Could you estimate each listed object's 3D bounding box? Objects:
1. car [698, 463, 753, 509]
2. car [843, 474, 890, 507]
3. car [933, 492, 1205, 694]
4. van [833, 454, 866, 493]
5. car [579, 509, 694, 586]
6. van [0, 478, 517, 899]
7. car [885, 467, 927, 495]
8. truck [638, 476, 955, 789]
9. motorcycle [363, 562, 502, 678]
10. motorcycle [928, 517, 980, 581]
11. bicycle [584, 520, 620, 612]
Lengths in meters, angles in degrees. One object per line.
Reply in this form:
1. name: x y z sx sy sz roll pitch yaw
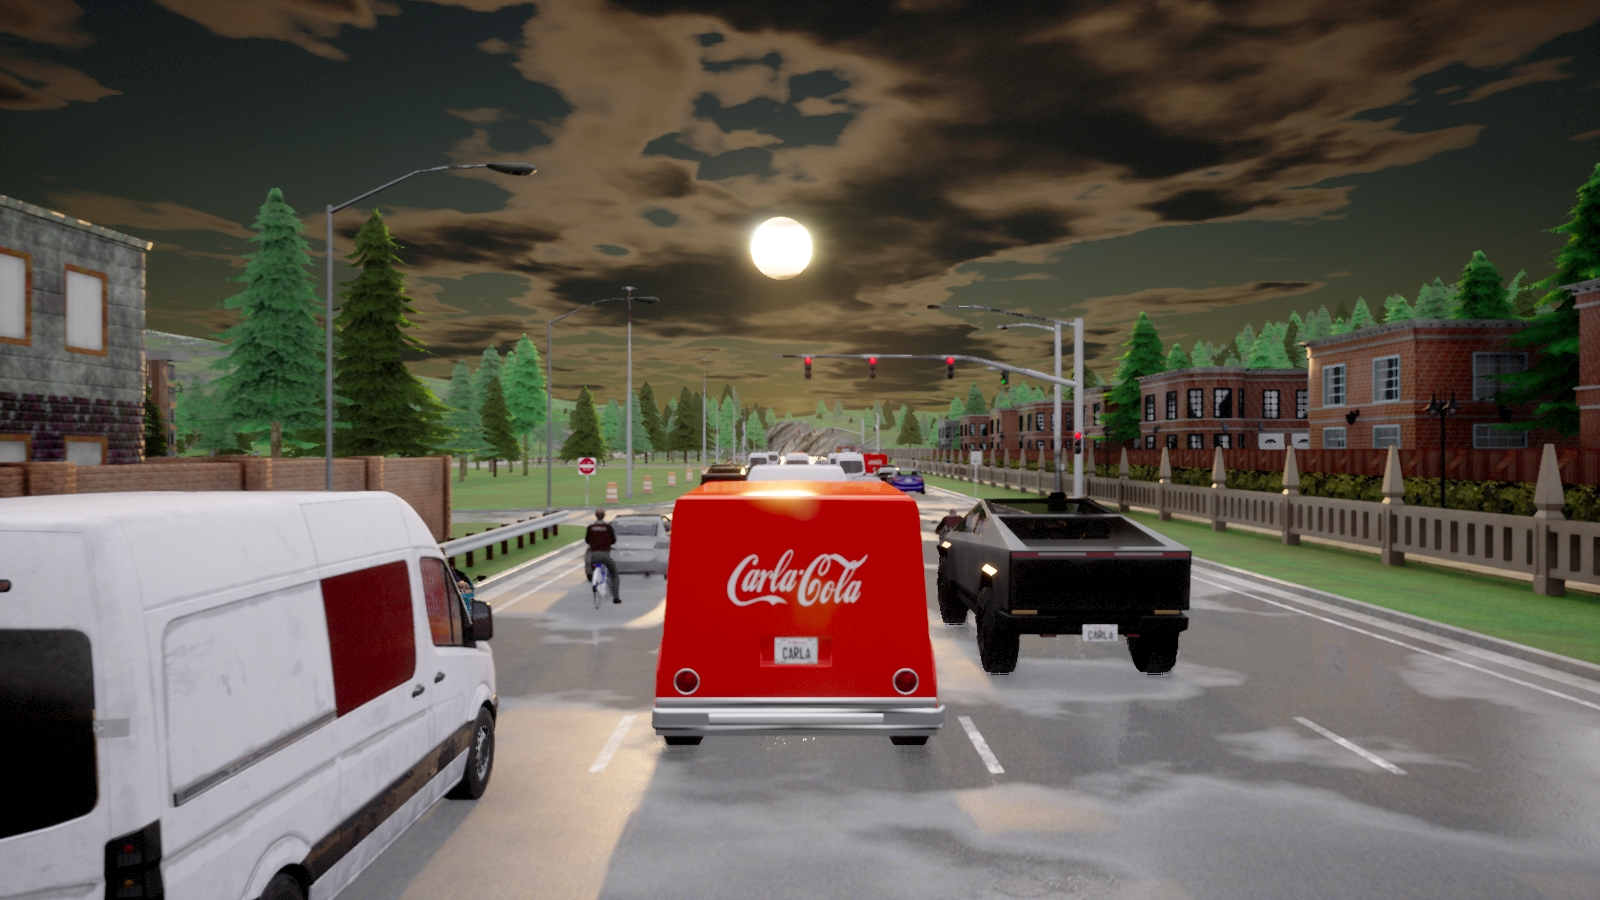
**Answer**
1. car: -3.649 1.759 57.312 2.390 2.098 6.274 0 0 0
2. car: 3.345 2.042 58.410 2.097 1.535 5.006 0 0 0
3. car: 3.454 1.757 16.265 2.390 2.098 6.274 0 0 0
4. van: 3.297 1.544 77.481 1.988 2.561 5.915 0 0 0
5. car: -3.573 2.121 25.688 1.994 1.385 4.181 0 0 0
6. van: -3.526 1.534 7.300 1.988 2.561 5.915 0 0 0
7. car: 6.811 1.978 73.798 2.242 1.667 4.611 0 0 0
8. truck: -0.035 1.569 12.047 2.627 2.467 5.204 0 0 0
9. motorcycle: -4.792 2.187 15.071 0.803 1.199 2.033 0 0 14
10. motorcycle: 3.460 2.209 25.865 0.867 1.251 2.209 0 0 -1
11. bicycle: -3.559 2.061 20.647 0.329 1.471 1.835 0 1 0
